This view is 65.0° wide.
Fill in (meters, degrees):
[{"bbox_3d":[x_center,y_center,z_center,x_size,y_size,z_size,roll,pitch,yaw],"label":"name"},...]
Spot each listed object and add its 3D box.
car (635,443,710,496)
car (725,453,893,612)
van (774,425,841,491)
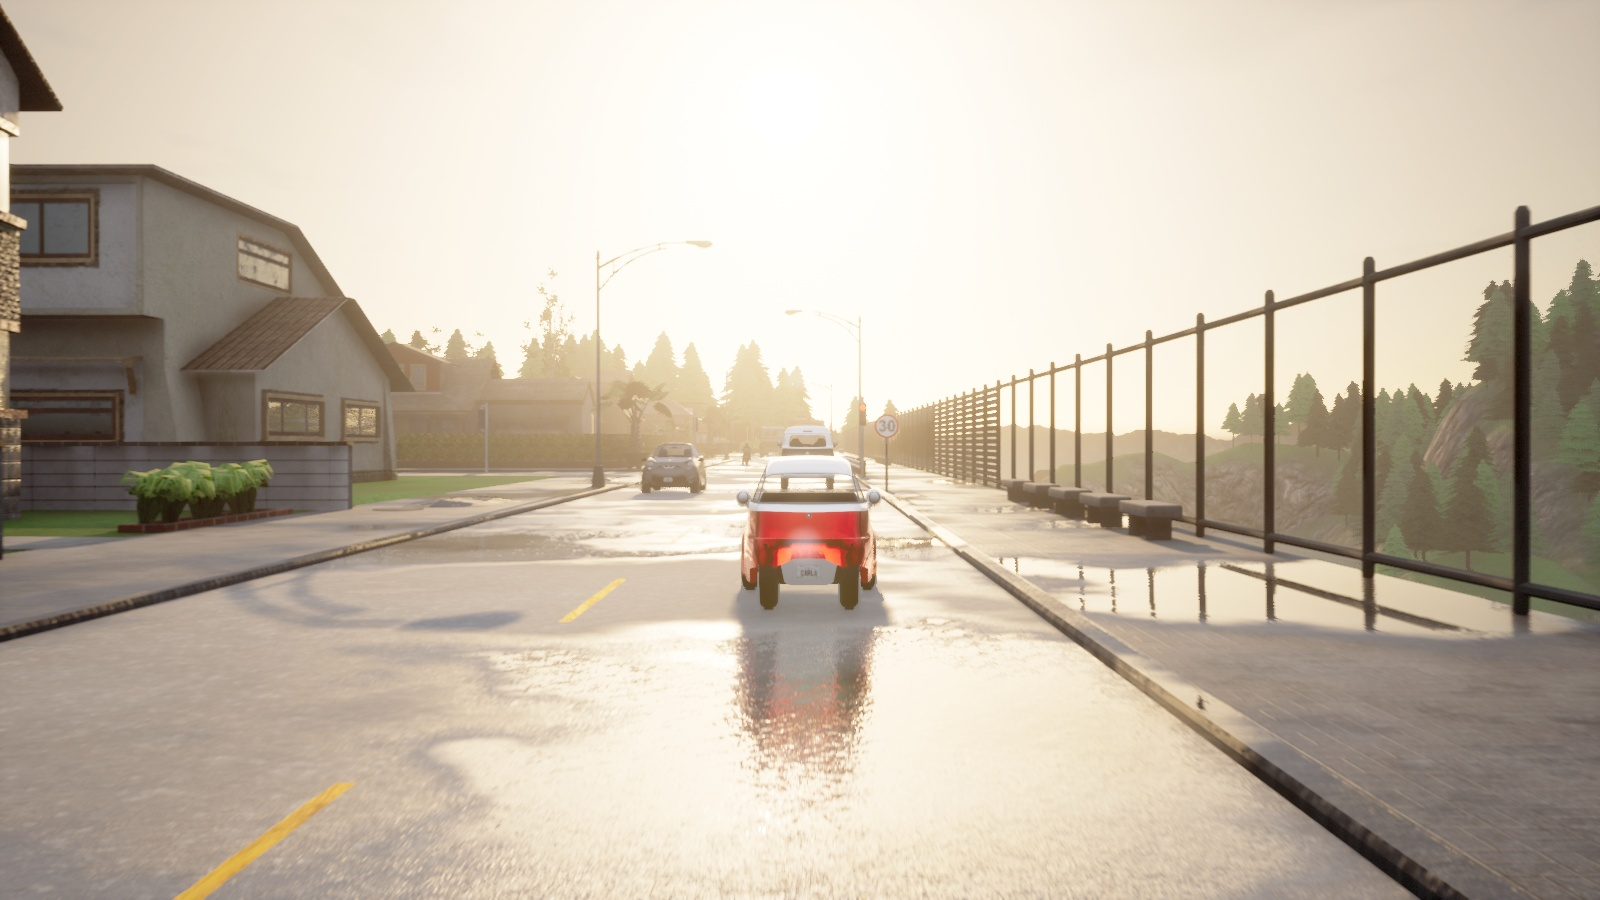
[{"bbox_3d":[-3.770,0.545,37.638,1.845,1.501,3.633,0,0,0],"label":"car"},{"bbox_3d":[0.085,0.733,12.188,1.481,1.376,2.207,0,1,0],"label":"car"},{"bbox_3d":[0.251,0.237,41.328,2.069,2.038,4.480,0,0,0],"label":"van"}]
